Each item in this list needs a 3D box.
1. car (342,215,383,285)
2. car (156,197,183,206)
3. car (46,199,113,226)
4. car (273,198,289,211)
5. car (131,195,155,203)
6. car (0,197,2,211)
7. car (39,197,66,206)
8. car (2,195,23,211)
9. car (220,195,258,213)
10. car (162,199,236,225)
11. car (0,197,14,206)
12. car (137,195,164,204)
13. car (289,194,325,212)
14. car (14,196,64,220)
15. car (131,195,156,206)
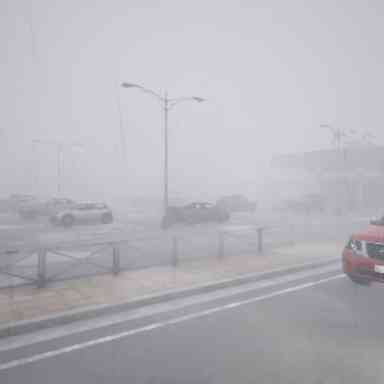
[{"bbox_3d":[6.100,1.207,8.342,5.566,2.045,2.150,0,0,-35],"label":"car"},{"bbox_3d":[-2.031,1.449,45.225,4.514,1.523,2.007,0,0,-36],"label":"car"},{"bbox_3d":[-7.300,1.416,22.081,3.806,1.475,1.970,0,0,-36],"label":"car"},{"bbox_3d":[11.519,1.497,39.662,3.806,1.475,1.970,0,0,-36],"label":"car"},{"bbox_3d":[-10.360,1.477,69.987,4.514,1.523,2.007,0,0,-36],"label":"car"},{"bbox_3d":[-20.790,1.283,39.624,4.605,1.855,1.932,0,0,-36],"label":"car"},{"bbox_3d":[-23.742,1.557,56.709,3.806,1.475,1.970,0,0,-36],"label":"car"},{"bbox_3d":[-18.761,1.262,37.503,3.866,1.878,1.905,0,0,-36],"label":"car"},{"bbox_3d":[4.651,1.249,34.688,4.605,1.855,1.932,0,0,-36],"label":"car"},{"bbox_3d":[0.562,1.468,23.213,4.514,1.523,2.007,0,0,-36],"label":"car"},{"bbox_3d":[-31.509,1.560,54.805,3.633,1.501,1.845,0,0,-36],"label":"car"},{"bbox_3d":[-8.489,1.468,67.468,5.027,1.636,2.152,0,0,-36],"label":"car"},{"bbox_3d":[12.960,1.214,36.604,3.866,1.878,1.905,0,0,-36],"label":"car"},{"bbox_3d":[-11.304,1.338,27.107,5.027,1.636,2.152,0,0,-36],"label":"car"},{"bbox_3d":[-7.821,1.471,53.370,3.633,1.501,1.845,0,0,-36],"label":"car"}]
